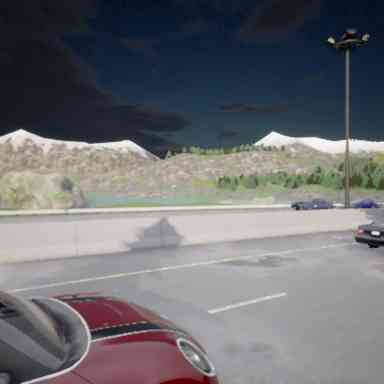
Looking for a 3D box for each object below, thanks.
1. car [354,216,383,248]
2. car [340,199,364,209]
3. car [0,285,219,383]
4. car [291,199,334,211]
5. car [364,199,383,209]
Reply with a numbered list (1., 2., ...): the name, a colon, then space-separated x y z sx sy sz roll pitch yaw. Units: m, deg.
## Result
1. car: 8.812 1.537 13.211 5.357 1.411 2.033 0 0 -29
2. car: 18.958 1.485 37.513 4.674 1.442 1.812 0 0 -21
3. car: -1.947 1.344 2.256 4.553 1.767 2.097 0 0 -35
4. car: 14.331 1.494 39.437 5.357 1.411 2.033 0 0 -23
5. car: 20.978 1.517 34.593 5.357 1.411 2.033 0 0 -21
